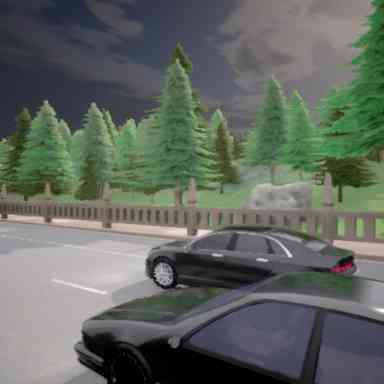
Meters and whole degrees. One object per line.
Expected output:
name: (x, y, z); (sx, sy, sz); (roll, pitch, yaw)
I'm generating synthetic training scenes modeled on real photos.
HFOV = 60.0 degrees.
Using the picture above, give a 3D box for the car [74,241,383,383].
car: (1.207, 1.549, 3.131); (5.357, 1.411, 2.033); (0, 0, 35)

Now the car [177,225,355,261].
car: (1.063, 1.511, 7.532); (4.892, 1.490, 1.837); (0, 0, 35)
